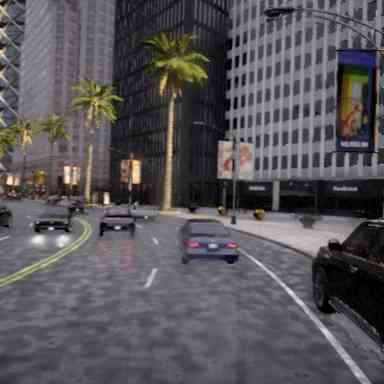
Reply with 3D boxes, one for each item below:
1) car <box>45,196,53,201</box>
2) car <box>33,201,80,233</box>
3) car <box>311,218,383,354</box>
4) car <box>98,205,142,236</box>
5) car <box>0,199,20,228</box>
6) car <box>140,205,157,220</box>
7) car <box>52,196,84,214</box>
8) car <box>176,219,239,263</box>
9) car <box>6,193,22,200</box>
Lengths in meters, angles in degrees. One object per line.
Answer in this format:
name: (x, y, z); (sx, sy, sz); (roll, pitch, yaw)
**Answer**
car: (-24.463, 1.408, 59.061); (2.231, 1.521, 4.892); (3, -1, -41)
car: (-8.050, 1.530, 19.875); (2.033, 1.411, 5.357); (2, -1, -16)
car: (3.507, 1.403, 4.944); (2.150, 2.045, 5.566); (2, -1, 5)
car: (-4.311, 1.592, 19.130); (2.128, 1.511, 4.902); (2, -1, -14)
car: (-11.220, 1.345, 18.130); (2.128, 1.511, 4.902); (2, -1, -15)
car: (-4.885, 1.823, 30.087); (1.895, 1.301, 4.718); (2, -1, -28)
car: (-13.220, 1.518, 35.972); (1.837, 1.490, 4.892); (3, -1, -38)
car: (0.428, 1.727, 12.682); (2.033, 1.411, 5.357); (2, -1, -5)
car: (-43.768, 0.907, 81.196); (2.185, 1.767, 4.553); (3, -1, -41)
